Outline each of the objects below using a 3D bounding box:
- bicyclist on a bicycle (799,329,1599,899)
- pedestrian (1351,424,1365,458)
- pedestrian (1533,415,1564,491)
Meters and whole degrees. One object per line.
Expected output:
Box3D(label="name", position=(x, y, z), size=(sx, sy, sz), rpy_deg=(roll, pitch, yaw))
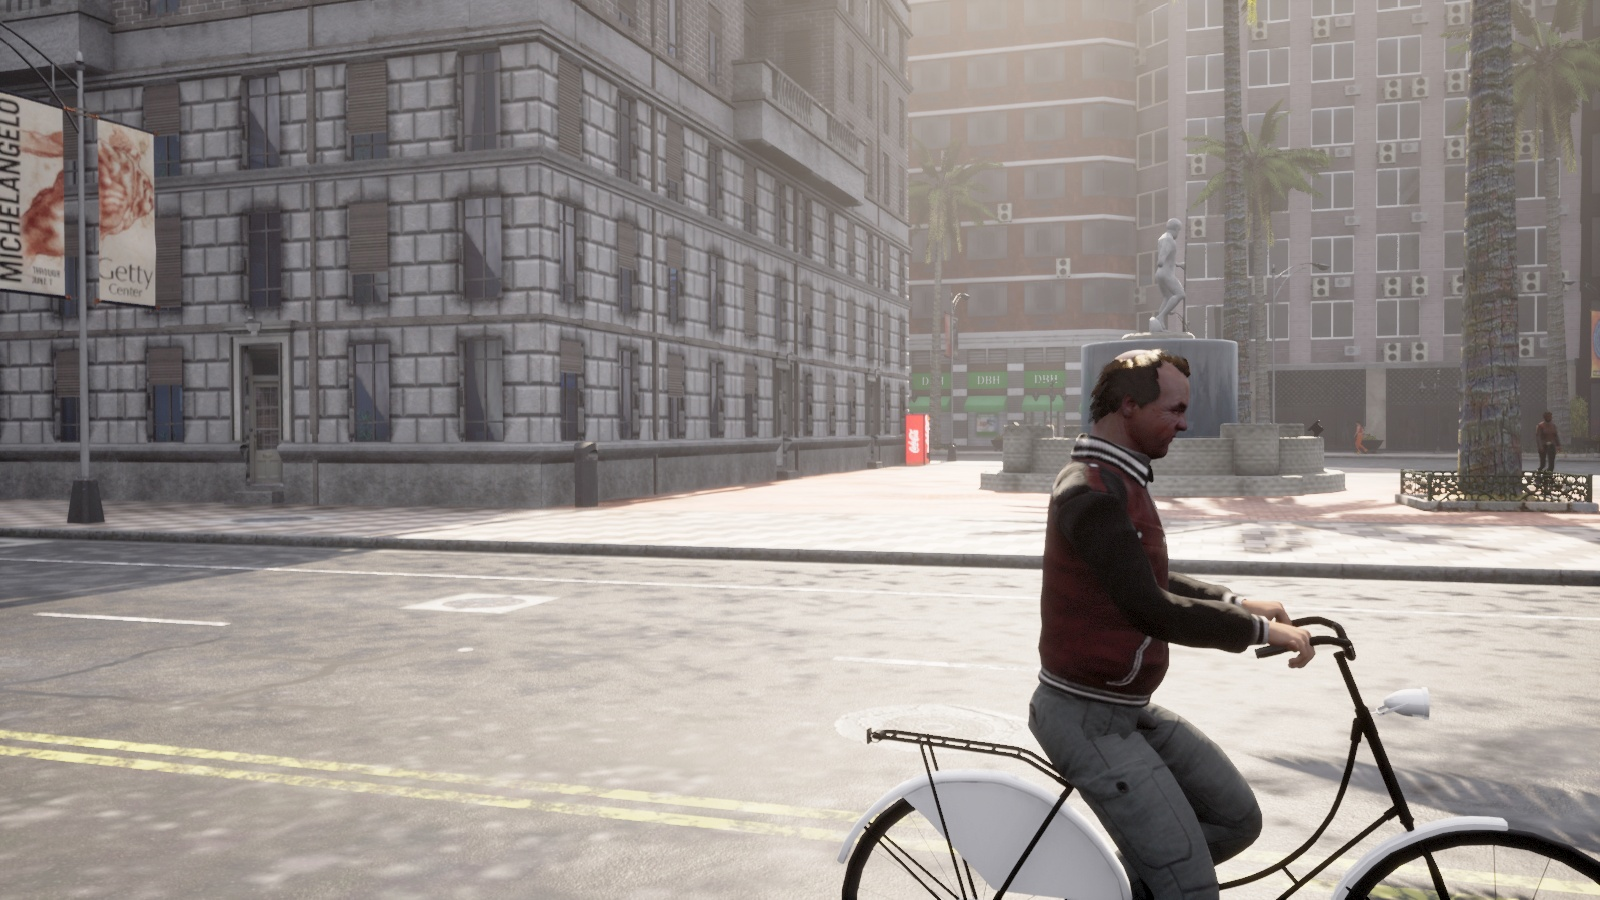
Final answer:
Box3D(label="bicyclist on a bicycle", position=(0.978, 0.655, 2.875), size=(1.843, 1.776, 0.659), rpy_deg=(0, 1, 19))
Box3D(label="pedestrian", position=(30.184, -0.495, 67.880), size=(0.594, 1.836, 0.345), rpy_deg=(1, 1, 43))
Box3D(label="pedestrian", position=(17.933, 0.064, 30.102), size=(0.328, 1.805, 0.869), rpy_deg=(0, 1, 10))
